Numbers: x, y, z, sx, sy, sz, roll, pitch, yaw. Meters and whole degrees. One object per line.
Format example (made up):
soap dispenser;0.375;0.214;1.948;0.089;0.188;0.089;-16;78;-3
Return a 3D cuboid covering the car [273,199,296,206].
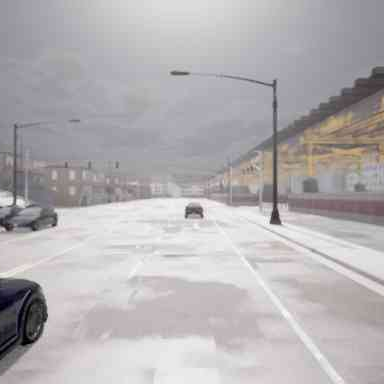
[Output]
car;16.219;1.822;58.213;1.853;1.218;4.536;0;-1;44

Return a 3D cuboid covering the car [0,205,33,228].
car;-13.896;1.761;24.830;1.812;1.442;4.674;0;-1;0

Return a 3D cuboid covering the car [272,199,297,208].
car;16.183;1.979;58.174;2.038;1.542;4.974;0;-1;44

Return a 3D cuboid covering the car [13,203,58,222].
car;-13.928;1.792;30.007;1.812;1.442;4.674;0;-1;1

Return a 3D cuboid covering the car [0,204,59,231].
car;-10.496;1.723;22.197;1.812;1.442;4.674;0;-1;1

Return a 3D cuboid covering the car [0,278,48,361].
car;-3.371;1.599;3.820;1.994;1.385;4.181;0;-1;0

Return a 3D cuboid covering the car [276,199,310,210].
car;16.174;1.938;53.566;2.038;1.542;4.974;0;-1;-36

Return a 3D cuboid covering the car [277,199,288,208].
car;16.205;1.780;53.526;1.853;1.218;4.536;0;-1;-36

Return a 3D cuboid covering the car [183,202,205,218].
car;0.207;1.812;34.103;1.837;1.490;4.892;0;-1;1
